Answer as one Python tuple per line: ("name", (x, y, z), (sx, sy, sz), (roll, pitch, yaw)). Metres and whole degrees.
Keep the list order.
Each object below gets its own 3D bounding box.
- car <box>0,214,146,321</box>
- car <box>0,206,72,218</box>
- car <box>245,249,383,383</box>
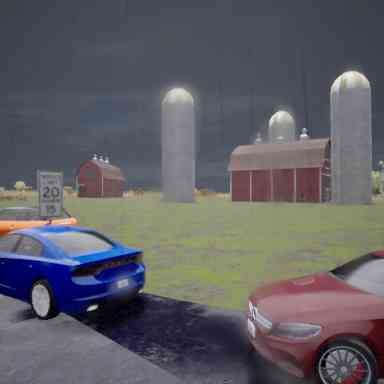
("car", (-3.262, 1.480, 7.361), (5.008, 1.535, 1.882), (0, 0, 35))
("car", (-6.877, 1.366, 13.478), (4.553, 1.767, 2.097), (0, 0, 19))
("car", (3.090, 1.557, 4.616), (4.674, 1.442, 1.812), (1, 0, -7))
